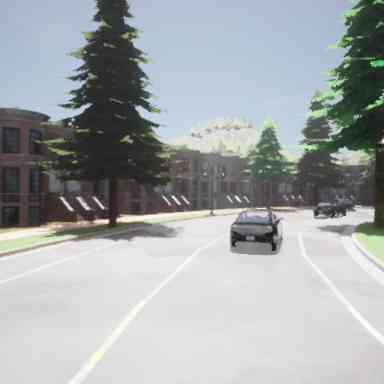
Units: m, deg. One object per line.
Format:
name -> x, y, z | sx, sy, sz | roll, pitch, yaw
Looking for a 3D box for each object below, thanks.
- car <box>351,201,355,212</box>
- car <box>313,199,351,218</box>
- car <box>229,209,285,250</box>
car -> 17.729, 1.610, 40.116 | 4.892, 1.490, 1.837 | 0, 0, -35
car -> 12.916, 1.601, 31.100 | 1.812, 1.442, 4.674 | 0, 0, 42
car -> 2.922, 1.504, 14.569 | 2.128, 1.511, 4.902 | 0, 0, 18
